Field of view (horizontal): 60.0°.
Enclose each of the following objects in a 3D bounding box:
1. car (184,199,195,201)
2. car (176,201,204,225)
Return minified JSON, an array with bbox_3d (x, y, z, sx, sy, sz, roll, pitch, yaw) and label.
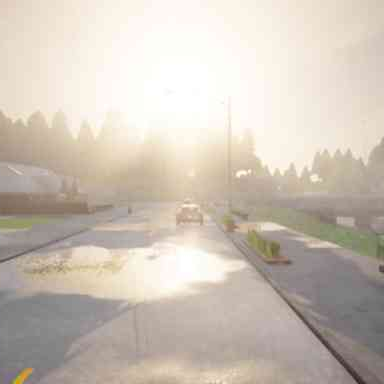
[{"bbox_3d":[-0.363,1.625,41.455,1.837,1.490,4.892,0,0,-1],"label":"car"},{"bbox_3d":[-0.175,1.636,24.620,1.994,1.385,4.181,0,0,0],"label":"car"}]
